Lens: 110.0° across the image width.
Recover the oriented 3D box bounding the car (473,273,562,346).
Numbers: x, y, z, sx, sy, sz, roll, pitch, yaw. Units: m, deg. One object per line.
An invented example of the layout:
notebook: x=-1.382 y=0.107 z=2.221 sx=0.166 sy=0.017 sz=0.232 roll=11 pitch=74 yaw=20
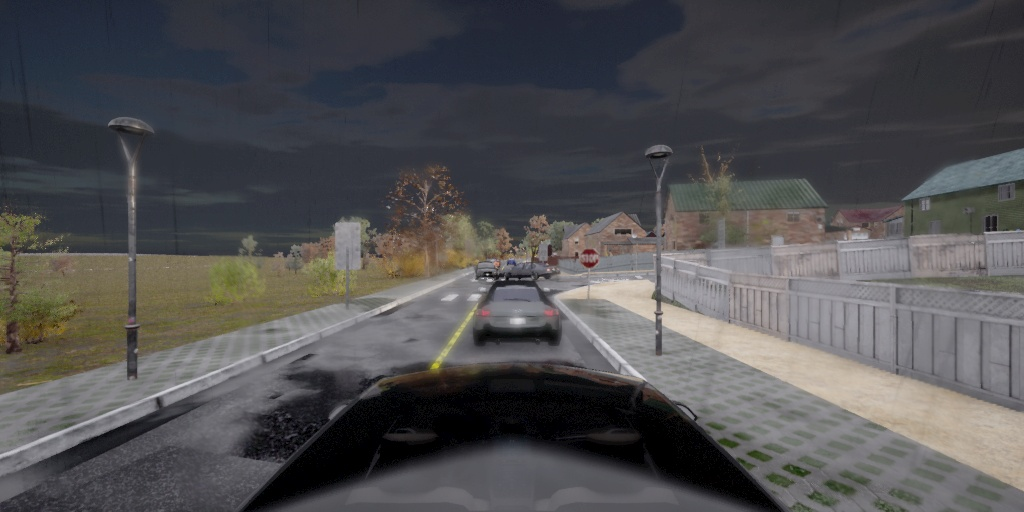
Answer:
car: x=0.089 y=1.313 z=9.392 sx=1.994 sy=1.385 sz=4.181 roll=0 pitch=0 yaw=-1

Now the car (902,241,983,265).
car: x=23.855 y=-0.208 z=20.403 sx=4.902 sy=1.511 sz=2.128 roll=-3 pitch=0 yaw=14

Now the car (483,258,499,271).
car: x=-2.933 y=1.120 z=51.131 sx=2.097 sy=1.767 sz=4.553 roll=0 pitch=0 yaw=1

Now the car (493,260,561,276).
car: x=1.290 y=1.197 z=28.409 sx=5.357 sy=1.411 sz=2.033 roll=-4 pitch=-3 yaw=43

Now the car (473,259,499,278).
car: x=-2.302 y=1.257 z=31.314 sx=1.837 sy=1.490 sz=4.892 roll=0 pitch=0 yaw=-8

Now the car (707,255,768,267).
car: x=14.351 y=0.413 z=22.808 sx=4.181 sy=1.385 sz=1.994 roll=-3 pitch=0 yaw=16
